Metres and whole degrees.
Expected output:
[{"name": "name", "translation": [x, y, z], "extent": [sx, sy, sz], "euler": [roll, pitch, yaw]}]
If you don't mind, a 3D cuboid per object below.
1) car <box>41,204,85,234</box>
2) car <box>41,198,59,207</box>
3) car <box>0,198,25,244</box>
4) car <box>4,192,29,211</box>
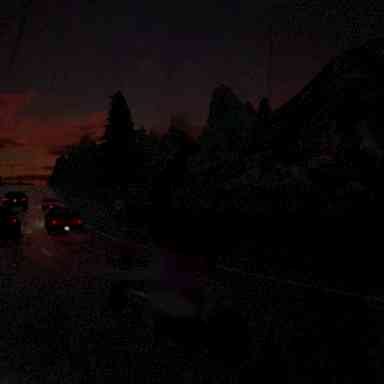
[{"name": "car", "translation": [-7.582, 1.604, 19.566], "extent": [1.895, 1.301, 4.718], "euler": [0, 0, -26]}, {"name": "car", "translation": [-17.008, 1.360, 39.826], "extent": [1.895, 1.301, 4.718], "euler": [0, 1, -25]}, {"name": "car", "translation": [-9.134, 1.337, 15.330], "extent": [2.097, 1.767, 4.553], "euler": [1, 0, -30]}, {"name": "car", "translation": [-19.490, 0.980, 36.879], "extent": [2.150, 2.045, 5.566], "euler": [0, 0, -25]}]
